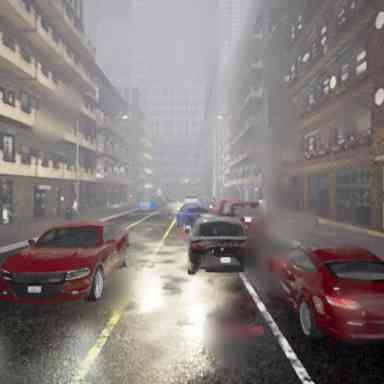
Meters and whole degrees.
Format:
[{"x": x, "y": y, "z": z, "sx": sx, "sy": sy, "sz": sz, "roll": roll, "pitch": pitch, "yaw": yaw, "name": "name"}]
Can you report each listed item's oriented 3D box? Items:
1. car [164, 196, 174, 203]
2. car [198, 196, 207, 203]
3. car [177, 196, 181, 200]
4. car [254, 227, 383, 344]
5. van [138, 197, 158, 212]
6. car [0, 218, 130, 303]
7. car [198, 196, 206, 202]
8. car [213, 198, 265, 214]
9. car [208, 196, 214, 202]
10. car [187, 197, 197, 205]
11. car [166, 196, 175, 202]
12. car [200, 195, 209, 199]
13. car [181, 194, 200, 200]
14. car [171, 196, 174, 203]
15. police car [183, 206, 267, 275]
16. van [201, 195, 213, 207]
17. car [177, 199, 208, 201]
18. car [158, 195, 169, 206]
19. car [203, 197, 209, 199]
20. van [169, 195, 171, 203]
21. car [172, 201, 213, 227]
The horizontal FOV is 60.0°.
[{"x": -5.405, "y": 1.747, "z": 78.408, "sx": 1.947, "sy": 1.339, "sz": 4.313, "roll": -1, "pitch": 0, "yaw": 0, "name": "car"}, {"x": 2.475, "y": 1.726, "z": 78.435, "sx": 1.887, "sy": 1.381, "sz": 4.507, "roll": -1, "pitch": 0, "yaw": 0, "name": "car"}, {"x": -2.842, "y": 1.698, "z": 89.540, "sx": 1.882, "sy": 1.535, "sz": 5.008, "roll": 0, "pitch": 0, "yaw": 0, "name": "car"}, {"x": 2.552, "y": 1.598, "z": 6.298, "sx": 1.802, "sy": 1.307, "sz": 4.206, "roll": -1, "pitch": 0, "yaw": 0, "name": "car"}, {"x": -5.367, "y": 1.437, "z": 39.565, "sx": 1.690, "sy": 1.788, "sz": 3.998, "roll": -1, "pitch": 0, "yaw": 0, "name": "van"}, {"x": -2.858, "y": 1.499, "z": 8.529, "sx": 1.882, "sy": 1.535, "sz": 5.008, "roll": 0, "pitch": 0, "yaw": 0, "name": "car"}, {"x": 2.469, "y": 1.719, "z": 84.155, "sx": 1.752, "sy": 1.417, "sz": 4.829, "roll": -1, "pitch": 0, "yaw": 0, "name": "car"}, {"x": 2.537, "y": 1.358, "z": 17.396, "sx": 2.192, "sy": 1.841, "sz": 5.009, "roll": -1, "pitch": 0, "yaw": 0, "name": "car"}, {"x": 2.531, "y": 1.371, "z": 22.946, "sx": 2.192, "sy": 1.841, "sz": 5.009, "roll": -1, "pitch": 0, "yaw": 0, "name": "car"}, {"x": -0.063, "y": 1.670, "z": 61.261, "sx": 1.812, "sy": 1.442, "sz": 4.674, "roll": 0, "pitch": 0, "yaw": 0, "name": "car"}, {"x": -5.411, "y": 1.738, "z": 83.957, "sx": 1.887, "sy": 1.381, "sz": 4.507, "roll": -1, "pitch": 0, "yaw": 0, "name": "car"}, {"x": 2.509, "y": 1.549, "z": 45.141, "sx": 1.967, "sy": 1.590, "sz": 4.097, "roll": -1, "pitch": 0, "yaw": 0, "name": "car"}, {"x": -0.037, "y": 1.333, "z": 46.584, "sx": 2.150, "sy": 2.045, "sz": 5.566, "roll": 0, "pitch": 0, "yaw": 0, "name": "car"}, {"x": -5.402, "y": 1.485, "z": 72.859, "sx": 2.192, "sy": 1.841, "sz": 5.009, "roll": -1, "pitch": 0, "yaw": 0, "name": "car"}, {"x": 0.815, "y": 1.452, "z": 10.649, "sx": 1.930, "sy": 1.638, "sz": 5.238, "roll": 0, "pitch": 0, "yaw": 0, "name": "police car"}, {"x": 2.496, "y": 1.475, "z": 56.240, "sx": 1.690, "sy": 1.788, "sz": 3.998, "roll": -1, "pitch": 0, "yaw": 0, "name": "van"}, {"x": 0.251, "y": 1.570, "z": 26.415, "sx": 1.837, "sy": 1.490, "sz": 4.892, "roll": 0, "pitch": 0, "yaw": 15, "name": "car"}, {"x": -5.383, "y": 1.574, "z": 56.212, "sx": 1.967, "sy": 1.590, "sz": 4.097, "roll": -1, "pitch": 0, "yaw": 0, "name": "car"}, {"x": 2.516, "y": 1.621, "z": 39.762, "sx": 1.752, "sy": 1.417, "sz": 4.829, "roll": -1, "pitch": 0, "yaw": 0, "name": "car"}, {"x": -5.390, "y": 1.487, "z": 61.761, "sx": 1.690, "sy": 1.788, "sz": 3.998, "roll": -1, "pitch": 0, "yaw": 0, "name": "van"}, {"x": 0.204, "y": 1.527, "z": 20.336, "sx": 1.882, "sy": 1.535, "sz": 5.008, "roll": 0, "pitch": 0, "yaw": -11, "name": "car"}]
